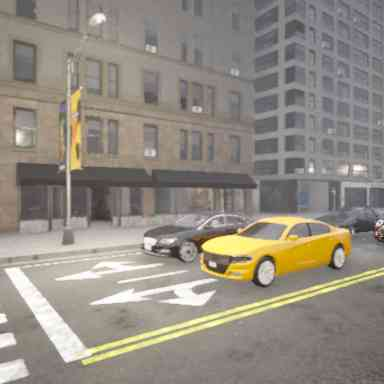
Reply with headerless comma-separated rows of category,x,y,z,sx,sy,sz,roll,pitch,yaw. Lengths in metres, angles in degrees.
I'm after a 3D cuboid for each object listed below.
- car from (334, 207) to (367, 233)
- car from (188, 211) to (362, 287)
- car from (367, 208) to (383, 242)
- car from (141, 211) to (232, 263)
car,8.495,1.532,17.683,5.357,1.411,2.033,0,0,-35
car,2.533,1.471,9.471,5.008,1.535,1.882,0,0,-35
car,10.093,1.337,14.825,4.553,1.767,2.097,0,0,-36
car,0.515,1.484,12.086,4.902,1.511,2.128,0,0,-39
